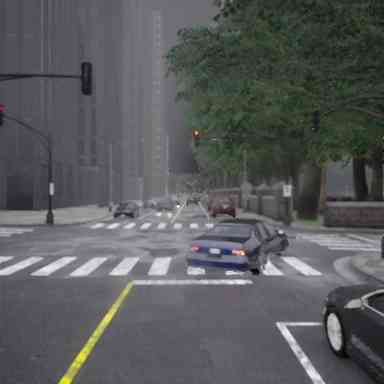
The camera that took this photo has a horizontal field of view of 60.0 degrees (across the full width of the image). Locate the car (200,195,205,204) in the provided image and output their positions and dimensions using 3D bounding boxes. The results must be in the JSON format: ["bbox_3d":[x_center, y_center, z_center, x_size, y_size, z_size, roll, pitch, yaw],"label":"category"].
[{"bbox_3d":[2.756,1.631,51.741,2.008,1.369,4.403,0,0,0],"label":"car"}]

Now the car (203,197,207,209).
[{"bbox_3d":[2.757,1.625,40.827,1.947,1.339,4.313,0,0,0],"label":"car"}]

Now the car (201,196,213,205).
[{"bbox_3d":[2.754,1.543,62.654,1.967,1.590,4.097,0,0,0],"label":"car"}]

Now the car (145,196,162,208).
[{"bbox_3d":[-5.769,1.620,46.275,2.008,1.369,4.403,0,0,0],"label":"car"}]

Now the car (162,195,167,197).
[{"bbox_3d":[-5.770,1.674,57.189,1.802,1.307,4.206,0,0,0],"label":"car"}]

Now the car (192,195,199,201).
[{"bbox_3d":[0.888,1.672,90.570,1.837,1.490,4.892,0,0,0],"label":"car"}]

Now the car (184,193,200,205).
[{"bbox_3d":[0.043,1.449,59.982,2.097,1.767,4.553,0,0,0],"label":"car"}]

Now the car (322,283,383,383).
[{"bbox_3d":[2.763,1.554,3.250,2.008,1.369,4.403,0,0,0],"label":"car"}]

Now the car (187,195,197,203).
[{"bbox_3d":[-0.010,1.464,70.036,1.882,1.535,5.008,0,0,0],"label":"car"}]

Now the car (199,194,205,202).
[{"bbox_3d":[2.755,1.532,57.197,1.967,1.590,4.097,0,0,0],"label":"car"}]

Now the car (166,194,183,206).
[{"bbox_3d":[-3.051,1.619,58.270,1.812,1.442,4.674,0,0,0],"label":"car"}]

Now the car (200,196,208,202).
[{"bbox_3d":[2.752,1.663,79.193,1.752,1.417,4.829,0,0,0],"label":"car"}]

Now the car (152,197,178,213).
[{"bbox_3d":[-3.104,1.602,38.870,2.033,1.411,5.357,0,0,0],"label":"car"}]

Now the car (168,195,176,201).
[{"bbox_3d":[-5.776,1.618,95.389,1.967,1.590,4.097,0,0,0],"label":"car"}]

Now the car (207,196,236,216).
[{"bbox_3d":[2.759,1.352,29.915,2.192,1.841,5.009,0,0,0],"label":"car"}]

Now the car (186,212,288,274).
[{"bbox_3d":[1.713,1.571,10.740,2.033,1.411,5.357,0,0,27],"label":"car"}]

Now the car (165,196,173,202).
[{"bbox_3d":[-5.774,1.695,84.475,1.887,1.381,4.507,0,0,0],"label":"car"}]

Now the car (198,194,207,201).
[{"bbox_3d":[2.750,1.479,89.937,2.192,1.841,5.009,0,0,0],"label":"car"}]

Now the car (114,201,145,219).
[{"bbox_3d":[-5.766,1.603,29.904,1.947,1.339,4.313,0,0,0],"label":"car"}]

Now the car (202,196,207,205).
[{"bbox_3d":[2.756,1.620,46.284,2.008,1.369,4.403,0,0,0],"label":"car"}]

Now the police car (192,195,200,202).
[{"bbox_3d":[0.889,1.567,80.681,1.930,1.638,5.238,0,0,0],"label":"police car"}]

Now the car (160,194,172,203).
[{"bbox_3d":[-5.773,1.440,73.561,2.192,1.841,5.009,0,0,0],"label":"car"}]
